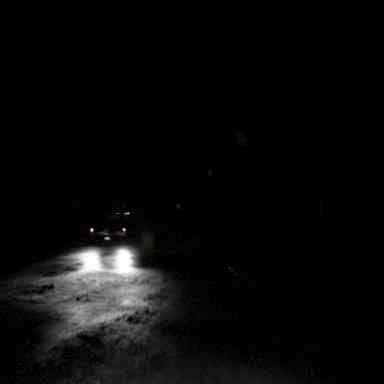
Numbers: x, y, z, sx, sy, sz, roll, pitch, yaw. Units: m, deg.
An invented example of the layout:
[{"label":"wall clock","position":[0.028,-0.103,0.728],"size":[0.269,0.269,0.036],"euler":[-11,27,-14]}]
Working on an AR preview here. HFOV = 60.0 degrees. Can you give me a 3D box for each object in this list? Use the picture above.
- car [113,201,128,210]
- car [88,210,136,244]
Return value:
[{"label":"car","position":[-12.413,2.789,58.675],"size":[1.882,1.535,5.008],"euler":[-1,-1,-17]},{"label":"car","position":[-4.025,1.834,17.278],"size":[1.895,1.301,4.718],"euler":[0,-1,-5]}]
